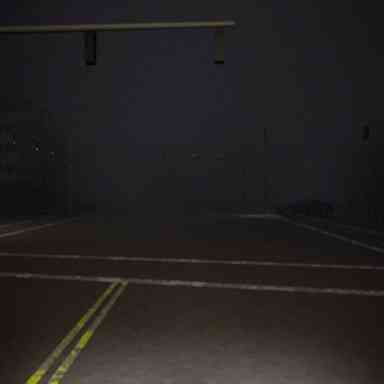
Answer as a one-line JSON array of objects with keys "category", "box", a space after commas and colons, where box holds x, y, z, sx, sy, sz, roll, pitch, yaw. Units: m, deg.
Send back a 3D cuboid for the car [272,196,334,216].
[{"category": "car", "box": [10.083, 1.363, 29.886, 5.008, 1.535, 1.882, 0, 0, 2]}]
